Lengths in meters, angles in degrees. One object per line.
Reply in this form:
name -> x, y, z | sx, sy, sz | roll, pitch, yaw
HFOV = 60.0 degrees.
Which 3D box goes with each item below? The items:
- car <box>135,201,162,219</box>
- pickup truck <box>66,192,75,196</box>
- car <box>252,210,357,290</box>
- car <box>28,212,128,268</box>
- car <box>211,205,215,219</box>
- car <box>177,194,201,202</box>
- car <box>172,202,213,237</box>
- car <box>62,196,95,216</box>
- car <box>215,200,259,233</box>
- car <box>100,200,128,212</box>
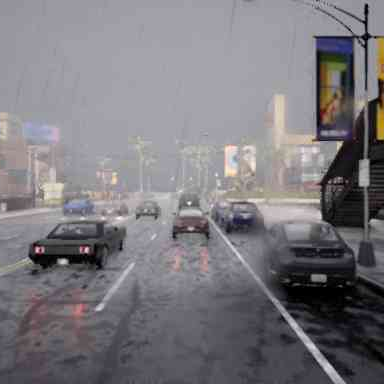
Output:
car -> -3.717, 1.520, 28.877 | 2.033, 1.411, 5.357 | 0, 0, -1
pickup truck -> -29.646, 1.009, 86.370 | 6.274, 2.098, 2.390 | 0, 0, -1
car -> 2.937, 1.472, 9.107 | 2.231, 1.521, 4.892 | 0, 0, 9
car -> -3.498, 1.590, 11.217 | 1.895, 1.301, 4.718 | 0, 0, 0
car -> 2.616, 1.455, 26.305 | 2.097, 1.535, 5.008 | 0, 0, -1
car -> -0.285, 1.190, 33.696 | 2.150, 2.045, 5.566 | 0, 0, -1
car -> -0.081, 1.509, 17.691 | 1.812, 1.442, 4.674 | 0, 0, -1
car -> -10.868, 1.448, 32.195 | 1.882, 1.535, 5.008 | 0, 0, 0
car -> 2.836, 1.335, 19.882 | 2.185, 1.767, 4.553 | 0, 0, -1
car -> -7.367, 1.495, 32.067 | 1.812, 1.442, 4.674 | 0, 0, 0
